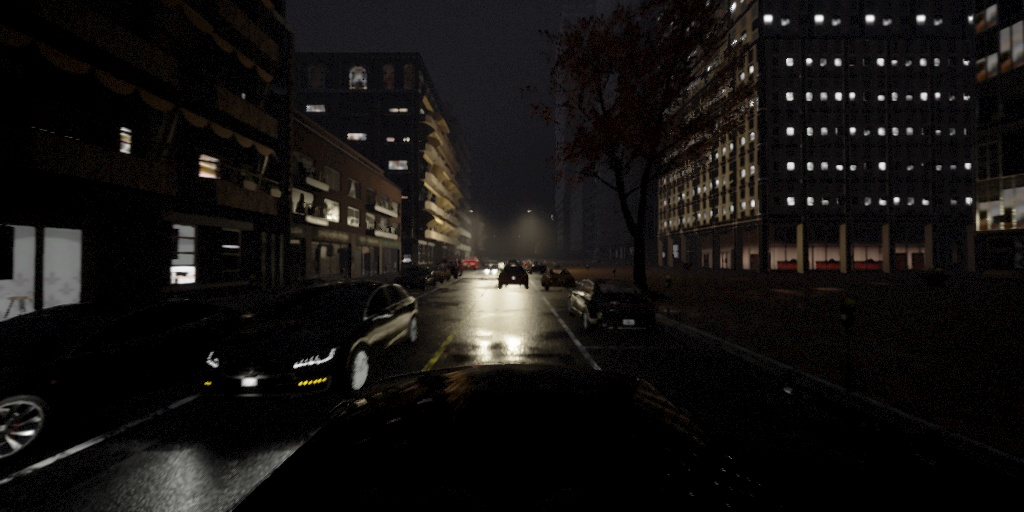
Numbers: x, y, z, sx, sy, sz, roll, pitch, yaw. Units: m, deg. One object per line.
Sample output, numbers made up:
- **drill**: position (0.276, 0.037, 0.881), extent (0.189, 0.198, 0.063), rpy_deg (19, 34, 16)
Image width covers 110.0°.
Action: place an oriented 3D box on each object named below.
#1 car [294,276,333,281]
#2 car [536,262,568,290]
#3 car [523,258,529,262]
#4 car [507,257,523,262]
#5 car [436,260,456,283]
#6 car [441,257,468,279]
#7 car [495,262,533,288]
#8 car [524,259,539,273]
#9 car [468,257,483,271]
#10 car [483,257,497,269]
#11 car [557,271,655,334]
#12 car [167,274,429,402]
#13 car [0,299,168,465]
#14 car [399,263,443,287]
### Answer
- **car**: position (-5.691, 1.291, 10.463), extent (2.007, 1.370, 4.403), rpy_deg (0, 0, 0)
- **car**: position (2.687, 1.256, 21.773), extent (1.751, 1.417, 4.829), rpy_deg (0, 0, 0)
- **car**: position (2.684, 1.262, 43.880), extent (2.007, 1.370, 4.403), rpy_deg (0, 0, 0)
- **car**: position (0.093, 1.219, 43.005), extent (1.837, 1.490, 4.892), rpy_deg (0, 0, 0)
- **car**: position (-5.694, 1.251, 27.002), extent (1.751, 1.417, 4.829), rpy_deg (0, 0, 0)
- **car**: position (-5.695, 1.035, 32.742), extent (2.192, 1.841, 5.009), rpy_deg (0, 0, 0)
- **car**: position (0.096, 1.293, 23.751), extent (1.994, 1.385, 4.181), rpy_deg (0, 0, 0)
- **car**: position (2.685, 1.267, 38.312), extent (2.007, 1.370, 4.403), rpy_deg (0, 0, 0)
- **car**: position (-5.698, 1.022, 49.450), extent (2.192, 1.841, 5.009), rpy_deg (0, 0, 0)
- **car**: position (-3.031, 1.197, 53.572), extent (2.128, 1.511, 4.902), rpy_deg (0, 0, 0)
- **car**: position (2.689, 1.291, 10.463), extent (2.007, 1.370, 4.403), rpy_deg (0, 0, 0)
- **car**: position (-3.099, 1.251, 6.659), extent (1.837, 1.490, 4.892), rpy_deg (0, 0, 0)
- **car**: position (-5.690, 1.312, 4.894), extent (1.948, 1.339, 4.313), rpy_deg (0, 0, 0)
- **car**: position (-5.694, 1.296, 21.603), extent (1.948, 1.339, 4.313), rpy_deg (0, 0, 0)
